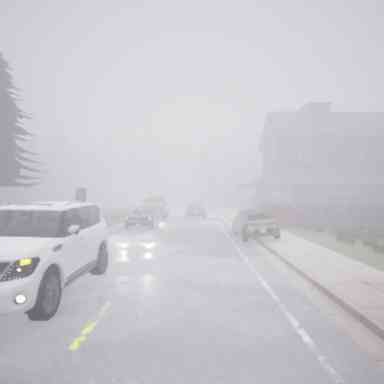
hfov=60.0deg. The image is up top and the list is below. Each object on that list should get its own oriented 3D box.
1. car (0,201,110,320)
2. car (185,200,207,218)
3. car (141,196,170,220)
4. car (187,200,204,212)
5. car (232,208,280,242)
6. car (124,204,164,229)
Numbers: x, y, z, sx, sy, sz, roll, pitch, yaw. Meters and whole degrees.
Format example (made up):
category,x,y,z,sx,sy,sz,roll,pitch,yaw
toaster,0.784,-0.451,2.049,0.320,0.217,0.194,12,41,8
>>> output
category,x,y,z,sx,sy,sz,roll,pitch,yaw
car,-3.535,1.247,7.726,2.150,2.045,5.566,0,0,1
car,0.376,1.725,31.775,1.994,1.385,4.181,0,0,1
car,-3.245,1.358,29.964,2.150,2.045,5.566,0,0,1
car,0.490,1.772,44.420,2.033,1.411,5.357,0,0,1
car,3.131,1.554,17.028,1.816,1.474,4.193,-6,0,-2
car,-3.284,1.708,22.615,1.895,1.301,4.718,0,0,1
